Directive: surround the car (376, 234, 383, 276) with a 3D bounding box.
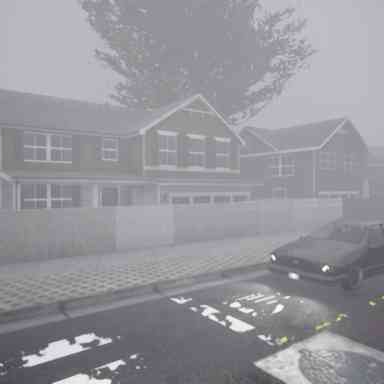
[{"bbox_3d":[6.100,1.508,6.725,5.357,1.411,2.033,0,1,-36],"label":"car"}]

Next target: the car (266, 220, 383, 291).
[{"bbox_3d":[4.427,1.488,9.033,5.357,1.411,2.033,0,1,-36],"label":"car"}]
